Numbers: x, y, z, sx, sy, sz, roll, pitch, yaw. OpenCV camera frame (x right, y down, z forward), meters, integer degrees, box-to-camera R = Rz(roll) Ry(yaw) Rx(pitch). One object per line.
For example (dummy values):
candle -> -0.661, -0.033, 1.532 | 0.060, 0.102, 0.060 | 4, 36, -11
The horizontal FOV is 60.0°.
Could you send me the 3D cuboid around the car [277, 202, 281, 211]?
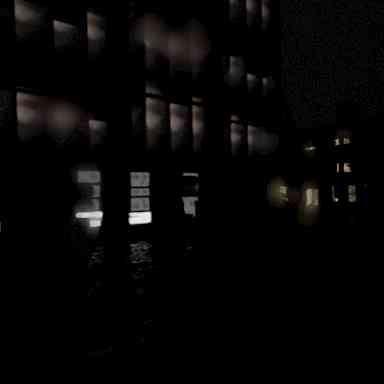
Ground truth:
car -> 8.792, 1.646, 40.653 | 2.008, 1.369, 4.403 | -2, 1, -37
